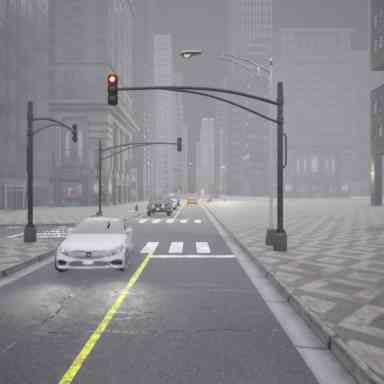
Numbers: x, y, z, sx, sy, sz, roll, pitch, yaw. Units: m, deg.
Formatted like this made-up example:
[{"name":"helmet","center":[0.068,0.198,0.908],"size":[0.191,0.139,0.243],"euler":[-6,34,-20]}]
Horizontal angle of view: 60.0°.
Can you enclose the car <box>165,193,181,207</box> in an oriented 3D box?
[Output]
[{"name":"car","center":[-3.058,1.231,54.093],"size":[2.150,2.045,5.566],"euler":[0,0,0]}]

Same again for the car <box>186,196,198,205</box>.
[{"name":"car","center":[0.012,1.489,57.607],"size":[1.882,1.535,5.008],"euler":[0,0,0]}]

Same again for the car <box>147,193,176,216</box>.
[{"name":"car","center":[-3.088,1.221,32.928],"size":[2.150,2.045,5.566],"euler":[0,0,0]}]

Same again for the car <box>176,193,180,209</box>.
[{"name":"car","center":[-3.088,1.224,43.376],"size":[2.150,2.045,5.566],"euler":[0,0,0]}]

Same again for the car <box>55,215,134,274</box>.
[{"name":"car","center":[-2.895,1.525,10.831],"size":[1.812,1.442,4.674],"euler":[1,0,-6]}]
